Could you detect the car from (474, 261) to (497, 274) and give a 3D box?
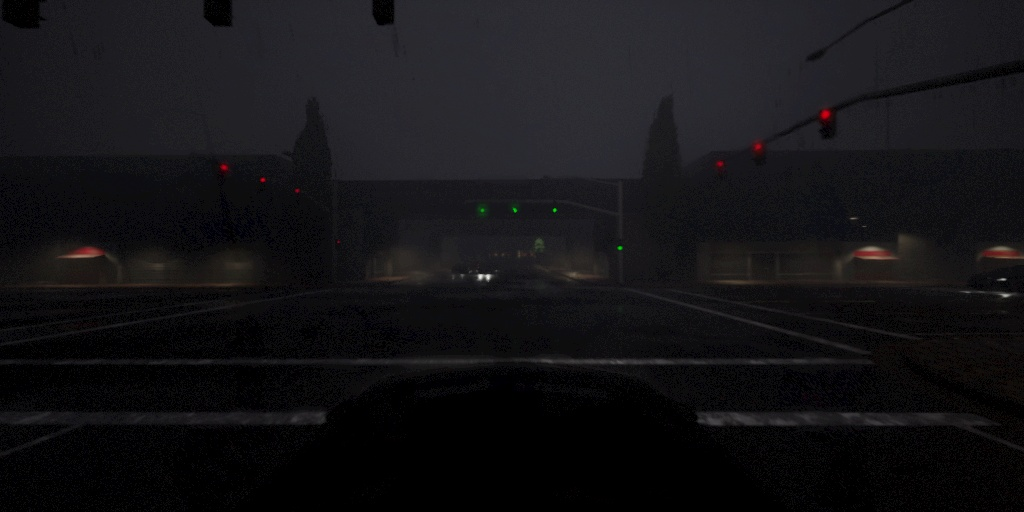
[{"bbox_3d":[-3.687,1.693,50.732,2.128,1.511,4.902,0,0,1],"label":"car"}]

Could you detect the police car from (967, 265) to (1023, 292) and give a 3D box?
[{"bbox_3d":[30.264,1.322,21.375,4.974,1.542,2.038,0,-1,1],"label":"police car"}]

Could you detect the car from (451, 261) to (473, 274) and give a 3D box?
[{"bbox_3d":[-7.186,1.758,50.346,2.033,1.411,5.357,0,0,2],"label":"car"}]
